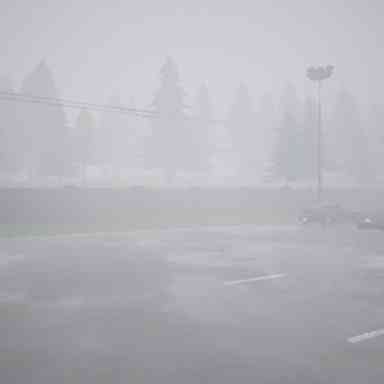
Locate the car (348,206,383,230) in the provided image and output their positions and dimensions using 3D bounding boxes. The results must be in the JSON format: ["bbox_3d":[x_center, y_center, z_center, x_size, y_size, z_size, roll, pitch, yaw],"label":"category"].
[{"bbox_3d":[11.481,1.533,19.227,4.181,1.385,1.994,0,0,-27],"label":"car"}]

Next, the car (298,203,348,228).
[{"bbox_3d":[9.251,1.470,22.025,4.892,1.490,1.837,0,0,-27],"label":"car"}]
